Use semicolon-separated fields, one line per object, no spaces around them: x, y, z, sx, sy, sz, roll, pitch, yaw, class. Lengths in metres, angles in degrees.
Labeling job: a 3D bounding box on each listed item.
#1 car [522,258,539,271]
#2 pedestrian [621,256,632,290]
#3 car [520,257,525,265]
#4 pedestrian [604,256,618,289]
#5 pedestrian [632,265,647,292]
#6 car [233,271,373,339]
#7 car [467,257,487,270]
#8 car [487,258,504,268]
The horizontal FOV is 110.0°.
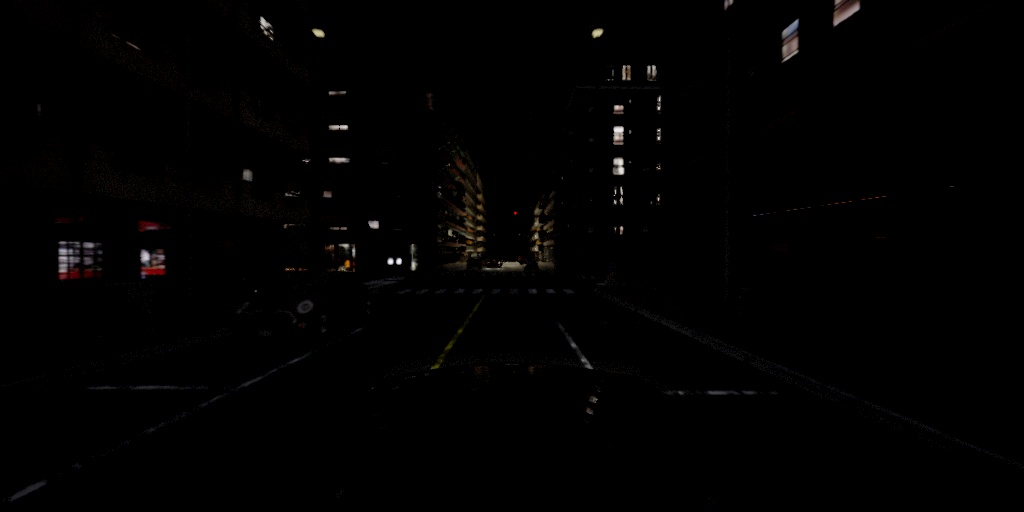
2.565;1.280;46.270;1.802;1.307;4.207;0;0;0;car
6.122;0.873;18.949;0.375;1.860;0.375;-1;1;0;pedestrian
2.565;1.241;51.809;2.007;1.370;4.403;0;0;0;car
5.394;0.876;19.549;0.375;1.860;0.375;-1;1;0;pedestrian
6.541;0.873;18.349;0.375;1.860;0.375;-1;1;0;pedestrian
-5.446;1.181;9.891;1.967;1.591;4.097;0;0;0;car
-5.315;1.005;51.868;2.192;1.841;5.009;0;0;0;car
-2.798;1.036;56.997;2.097;1.767;4.553;0;0;1;car
